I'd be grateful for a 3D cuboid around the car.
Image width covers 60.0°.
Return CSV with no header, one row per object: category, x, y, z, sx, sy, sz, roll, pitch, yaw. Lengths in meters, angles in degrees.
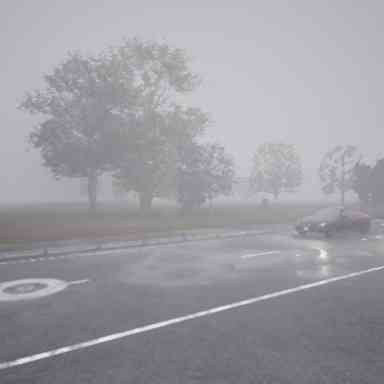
car,7.497,1.515,17.438,4.674,1.442,1.812,0,0,-32
